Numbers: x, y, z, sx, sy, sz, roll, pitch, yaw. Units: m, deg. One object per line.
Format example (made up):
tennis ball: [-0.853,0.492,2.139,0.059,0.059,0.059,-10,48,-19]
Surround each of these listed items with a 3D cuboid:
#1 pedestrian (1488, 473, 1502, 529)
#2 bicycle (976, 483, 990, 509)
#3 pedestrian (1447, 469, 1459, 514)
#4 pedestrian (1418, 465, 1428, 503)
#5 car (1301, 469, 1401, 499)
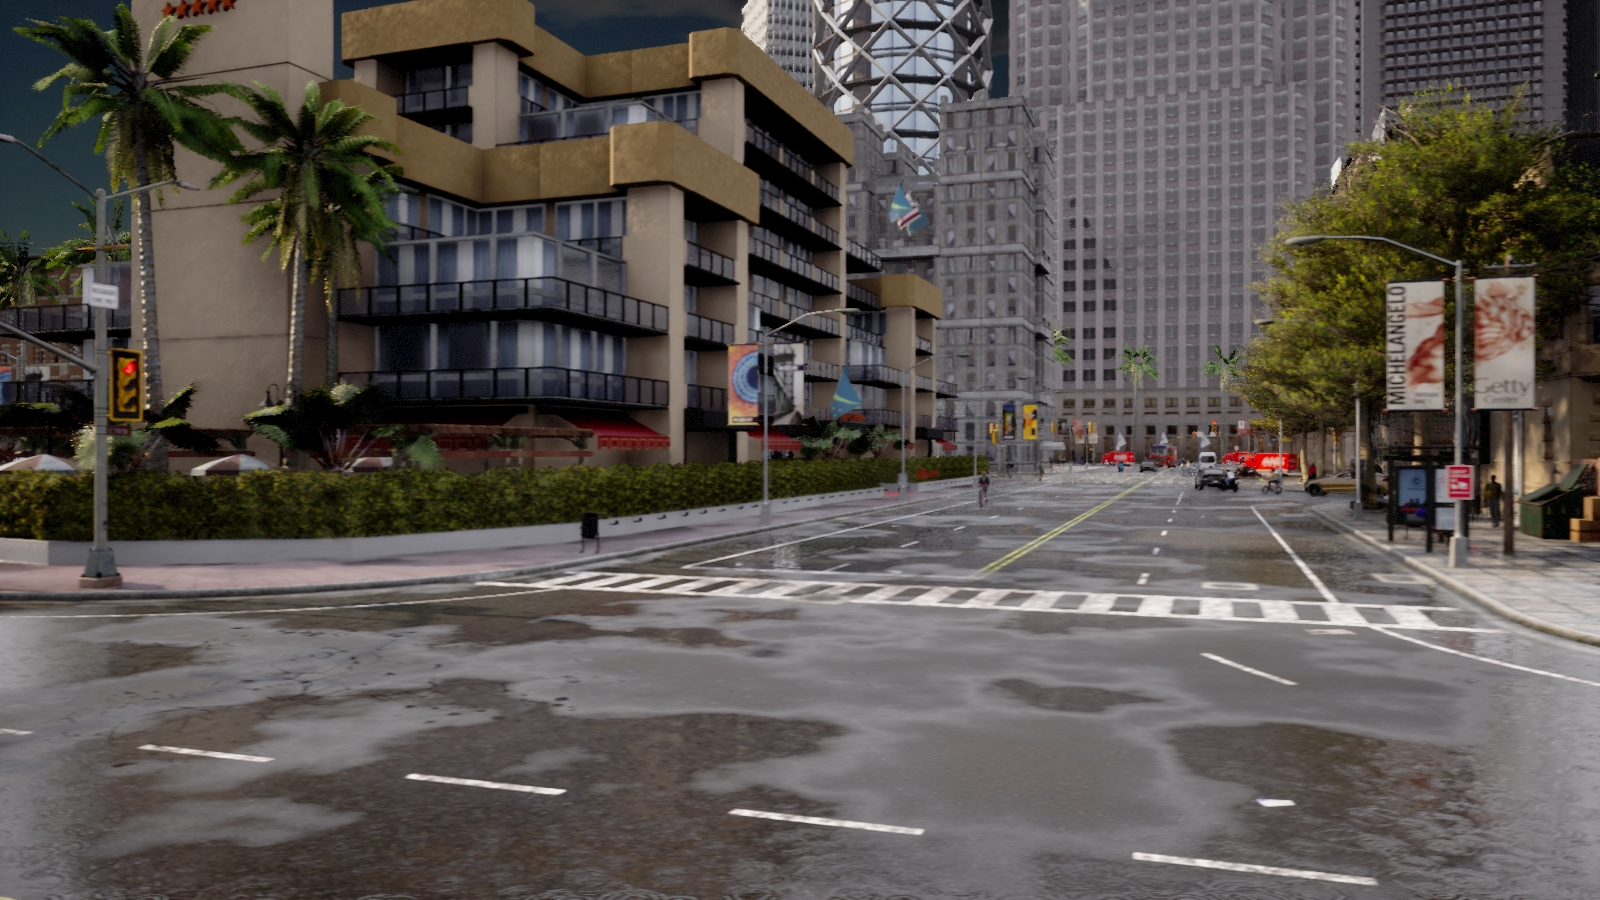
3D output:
pedestrian: [23.354,1.696,38.388,0.375,1.860,0.375,0,0,27]
bicycle: [8.789,2.210,54.935,0.329,1.171,1.835,0,0,19]
pedestrian: [26.732,1.696,46.770,0.375,1.860,0.375,0,0,19]
pedestrian: [31.223,1.696,57.288,0.375,1.860,0.375,0,0,40]
car: [32.860,1.992,68.210,5.027,1.651,2.152,0,0,37]
